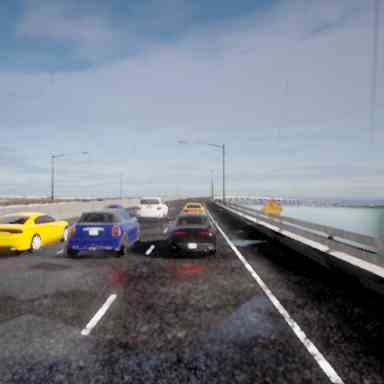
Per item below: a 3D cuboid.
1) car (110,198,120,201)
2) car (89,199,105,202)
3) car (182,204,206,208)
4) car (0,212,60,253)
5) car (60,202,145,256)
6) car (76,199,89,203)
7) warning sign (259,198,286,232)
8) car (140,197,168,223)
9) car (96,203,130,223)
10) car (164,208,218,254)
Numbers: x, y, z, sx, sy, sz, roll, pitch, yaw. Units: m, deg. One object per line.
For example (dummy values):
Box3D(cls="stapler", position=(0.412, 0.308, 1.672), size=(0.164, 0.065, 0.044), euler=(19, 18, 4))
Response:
Box3D(cls="car", position=(-16.568, 2.157, 72.007), size=(2.128, 1.511, 4.902), euler=(0, 0, 1))
Box3D(cls="car", position=(-20.067, 2.158, 72.108), size=(1.812, 1.442, 4.674), euler=(0, 0, 1))
Box3D(cls="car", position=(0.161, 1.748, 29.190), size=(1.882, 1.535, 5.008), euler=(0, 0, 1))
Box3D(cls="car", position=(-6.957, 1.612, 14.304), size=(1.882, 1.535, 5.008), euler=(0, 0, 1))
Box3D(cls="car", position=(-3.463, 1.480, 13.883), size=(2.097, 1.767, 4.553), euler=(0, -1, 0))
Box3D(cls="car", position=(-23.565, 2.160, 72.208), size=(1.812, 1.442, 4.674), euler=(0, 0, 1))
Box3D(cls="warning sign", position=(4.599, 1.294, 19.086), size=(1.300, 1.860, 1.060), euler=(-1, -1, 0))
Box3D(cls="car", position=(-3.351, 1.483, 28.777), size=(2.150, 2.045, 5.566), euler=(0, 0, 1))
Box3D(cls="car", position=(-6.842, 1.796, 29.172), size=(1.812, 1.442, 4.674), euler=(0, 0, 1))
Box3D(cls="car", position=(0.040, 1.640, 14.083), size=(1.837, 1.490, 4.892), euler=(0, 0, 0))
